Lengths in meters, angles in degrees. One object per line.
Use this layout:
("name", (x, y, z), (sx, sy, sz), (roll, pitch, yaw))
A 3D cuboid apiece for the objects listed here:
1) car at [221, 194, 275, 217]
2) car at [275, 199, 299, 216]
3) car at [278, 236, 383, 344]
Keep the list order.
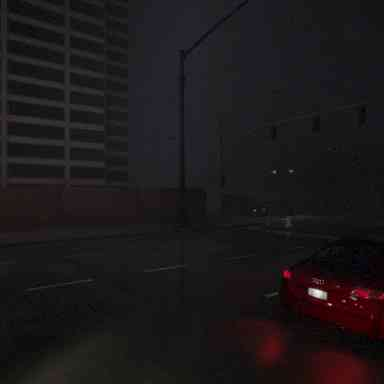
("car", (4.796, 1.221, 31.745), (2.150, 2.045, 5.566), (0, 0, -35))
("car", (8.263, 1.504, 32.950), (1.837, 1.490, 4.892), (0, 0, -36))
("car", (3.614, 1.564, 6.376), (4.181, 1.385, 1.994), (0, 0, -35))
